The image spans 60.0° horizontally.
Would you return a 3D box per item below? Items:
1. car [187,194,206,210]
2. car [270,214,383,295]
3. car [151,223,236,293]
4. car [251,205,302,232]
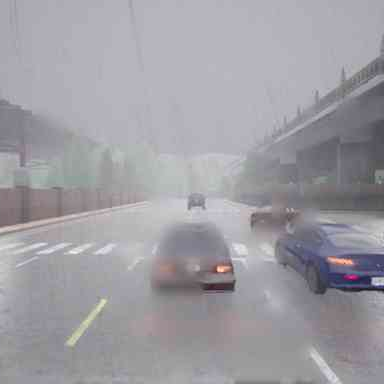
[{"bbox_3d":[0.596,1.221,43.009,2.150,2.045,5.566,0,0,1],"label":"car"},{"bbox_3d":[3.537,1.526,8.577,1.812,1.442,4.674,0,0,0],"label":"car"},{"bbox_3d":[0.030,1.547,8.981,2.033,1.411,5.357,0,0,0],"label":"car"},{"bbox_3d":[5.157,1.478,19.668,1.882,1.535,5.008,-1,-1,33],"label":"car"}]
